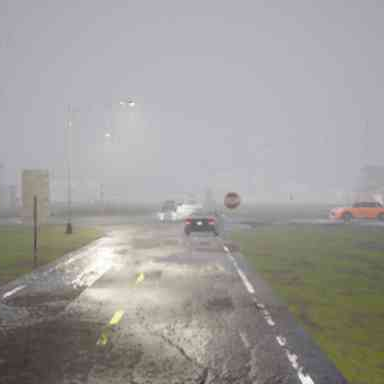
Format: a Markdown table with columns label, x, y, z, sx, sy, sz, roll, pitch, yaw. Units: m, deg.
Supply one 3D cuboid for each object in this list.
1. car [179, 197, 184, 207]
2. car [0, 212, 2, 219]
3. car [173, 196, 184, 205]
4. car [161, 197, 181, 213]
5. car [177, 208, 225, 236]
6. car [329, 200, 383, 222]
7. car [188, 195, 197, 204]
| label | x | y | z | sx | sy | sz | roll | pitch | yaw |
| --- | --- | --- | --- | --- | --- | --- | --- | --- | --- |
| car | -2.701 | 1.827 | 57.553 | 2.128 | 1.511 | 4.902 | 0 | 0 | 1 |
| car | -17.477 | 1.612 | 25.942 | 4.892 | 1.490 | 1.837 | 0 | 0 | 1 |
| car | -2.672 | 1.741 | 67.370 | 2.097 | 1.767 | 4.553 | 0 | 0 | 0 |
| car | -2.765 | 1.750 | 41.615 | 1.837 | 1.490 | 4.892 | 0 | 0 | 0 |
| car | 0.831 | 1.665 | 19.418 | 2.033 | 1.411 | 5.357 | 0 | 0 | 10 |
| car | 14.267 | 1.571 | 28.609 | 4.553 | 1.767 | 2.097 | 0 | 0 | 0 |
| car | 0.097 | 1.950 | 73.214 | 2.033 | 1.411 | 5.357 | 0 | 0 | 0 |
